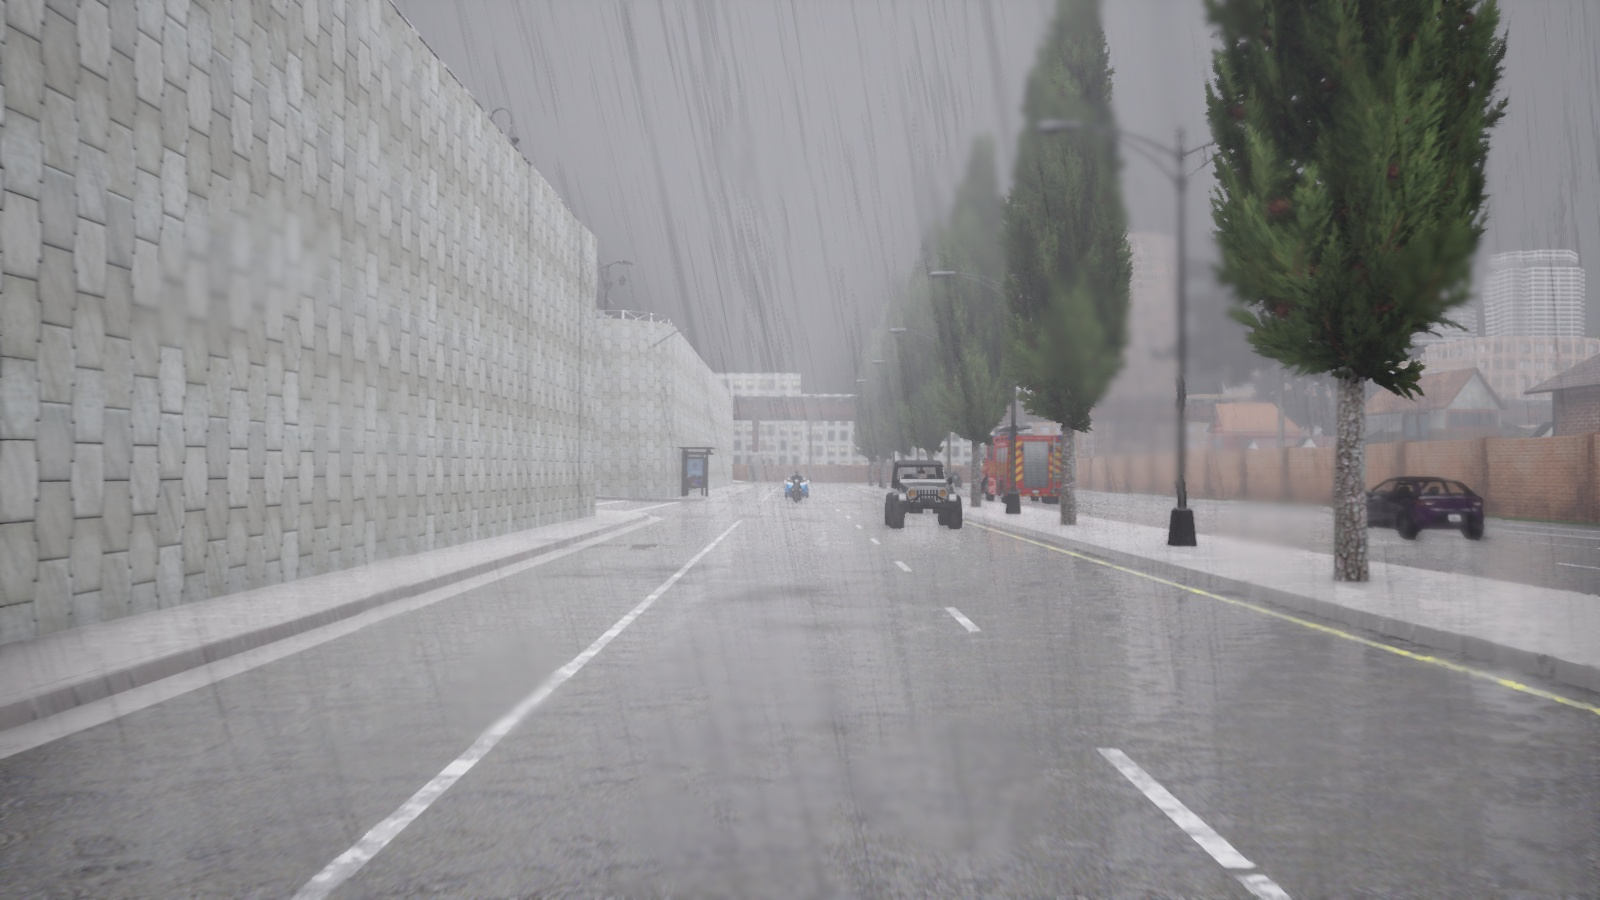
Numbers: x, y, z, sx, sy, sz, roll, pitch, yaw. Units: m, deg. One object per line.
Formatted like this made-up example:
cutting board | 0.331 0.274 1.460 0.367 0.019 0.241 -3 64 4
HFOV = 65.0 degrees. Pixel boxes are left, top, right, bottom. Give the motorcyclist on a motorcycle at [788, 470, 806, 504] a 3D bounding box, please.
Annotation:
motorcyclist on a motorcycle | -0.146 1.771 60.340 0.866 1.590 1.817 0 -1 0

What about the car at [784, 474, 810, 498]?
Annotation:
car | -0.174 2.085 72.551 1.481 1.376 2.207 0 -1 0

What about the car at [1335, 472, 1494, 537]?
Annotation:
car | 14.925 1.283 30.750 1.816 1.474 4.193 0 -1 0

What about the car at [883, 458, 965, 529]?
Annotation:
car | 3.414 1.186 35.165 1.905 1.878 3.866 0 -1 0

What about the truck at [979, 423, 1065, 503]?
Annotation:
truck | 11.338 0.691 64.901 2.891 3.827 8.468 0 -1 0
